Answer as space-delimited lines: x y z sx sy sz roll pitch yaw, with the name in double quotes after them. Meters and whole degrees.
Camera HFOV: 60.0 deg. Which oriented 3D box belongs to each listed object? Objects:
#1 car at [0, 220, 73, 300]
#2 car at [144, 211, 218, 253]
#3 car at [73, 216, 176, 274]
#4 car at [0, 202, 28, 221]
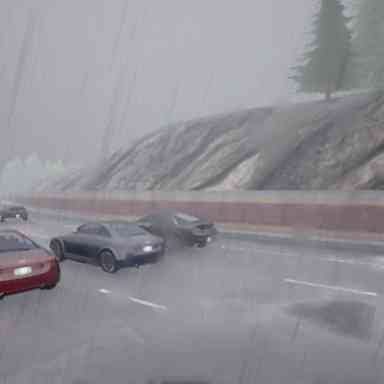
-5.011 1.585 8.055 4.181 1.385 1.994 0 0 39 "car"
-1.205 1.550 13.977 4.892 1.490 1.837 0 0 39 "car"
-2.828 1.597 10.789 4.181 1.385 1.994 0 0 39 "car"
-14.960 1.576 27.225 1.837 1.490 4.892 0 0 -42 "car"
